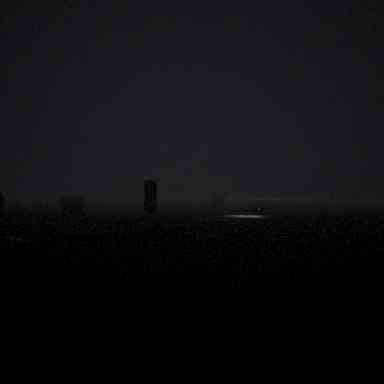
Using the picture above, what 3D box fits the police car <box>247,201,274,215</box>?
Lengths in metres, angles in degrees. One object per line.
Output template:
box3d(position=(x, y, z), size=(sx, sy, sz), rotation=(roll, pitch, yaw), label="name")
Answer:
box3d(position=(8.513, 1.925, 41.491), size=(1.930, 1.638, 5.238), rotation=(-1, -1, 35), label="police car")
